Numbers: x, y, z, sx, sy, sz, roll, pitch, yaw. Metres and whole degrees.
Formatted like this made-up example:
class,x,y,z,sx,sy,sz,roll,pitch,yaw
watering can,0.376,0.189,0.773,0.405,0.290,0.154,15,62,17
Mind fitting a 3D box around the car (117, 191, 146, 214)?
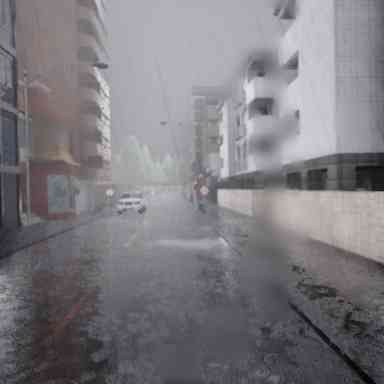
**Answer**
class,x,y,z,sx,sy,sz,roll,pitch,yaw
car,-5.715,0.975,31.962,2.150,2.045,5.566,-1,0,-3
